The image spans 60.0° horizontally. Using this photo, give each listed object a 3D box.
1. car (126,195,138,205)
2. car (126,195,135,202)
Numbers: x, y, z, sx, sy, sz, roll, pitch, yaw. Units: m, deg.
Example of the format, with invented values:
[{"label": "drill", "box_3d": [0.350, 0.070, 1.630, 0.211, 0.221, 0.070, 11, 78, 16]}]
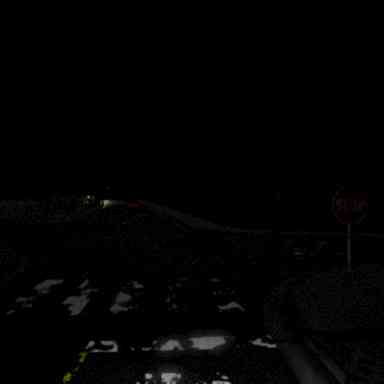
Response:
[{"label": "car", "box_3d": [-11.039, 1.507, 61.265, 1.882, 1.535, 5.008, 0, 0, -12]}, {"label": "car", "box_3d": [-13.244, 1.413, 71.451, 1.837, 1.490, 4.892, 0, 0, -12]}]
